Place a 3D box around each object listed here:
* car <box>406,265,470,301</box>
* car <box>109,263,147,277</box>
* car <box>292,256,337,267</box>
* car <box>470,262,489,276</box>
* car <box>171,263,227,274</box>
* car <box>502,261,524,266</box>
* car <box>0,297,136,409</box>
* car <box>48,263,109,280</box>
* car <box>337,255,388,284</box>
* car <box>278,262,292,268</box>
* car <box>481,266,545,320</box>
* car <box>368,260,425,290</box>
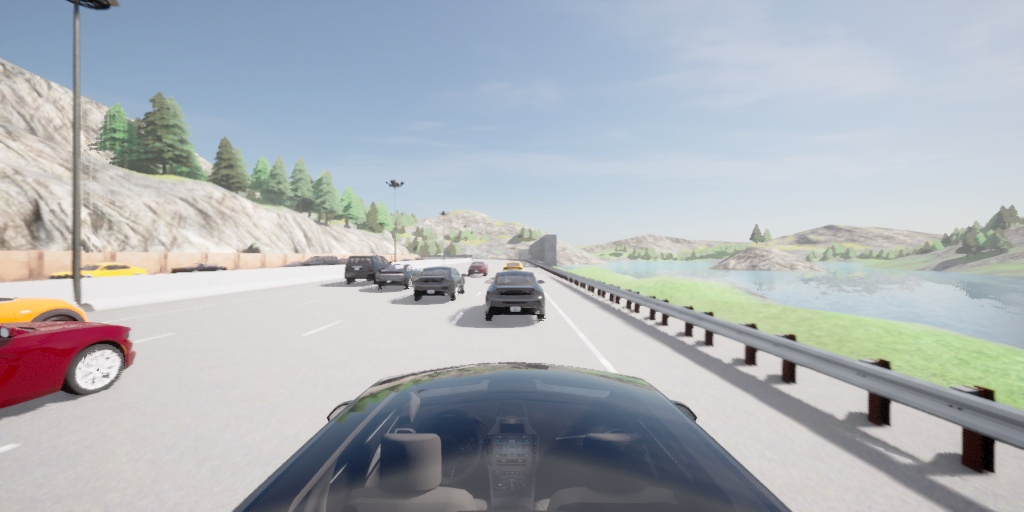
[{"bbox_3d":[-3.402,1.256,17.464,1.837,1.490,4.892,0,0,0],"label":"car"},{"bbox_3d":[-28.101,1.229,24.526,1.882,1.535,5.008,0,0,0],"label":"car"},{"bbox_3d":[-21.095,0.976,39.387,2.150,2.045,5.566,0,0,0],"label":"car"},{"bbox_3d":[-3.403,1.277,36.567,1.812,1.442,4.674,0,0,0],"label":"car"},{"bbox_3d":[-31.593,1.353,36.317,1.895,1.301,4.718,0,0,0],"label":"car"},{"bbox_3d":[0.098,1.229,32.387,1.882,1.535,5.008,0,0,0],"label":"car"},{"bbox_3d":[-6.901,1.228,3.580,1.882,1.535,5.008,0,0,0],"label":"car"},{"bbox_3d":[-10.402,1.102,5.989,2.097,1.767,4.553,0,0,0],"label":"car"},{"bbox_3d":[-10.402,0.973,26.701,2.150,2.045,5.566,0,0,0],"label":"car"},{"bbox_3d":[-24.595,1.299,41.321,2.033,1.411,5.357,0,0,0],"label":"car"},{"bbox_3d":[0.099,1.255,12.558,1.837,1.490,4.892,0,0,0],"label":"car"},{"bbox_3d":[-6.902,1.243,22.568,2.128,1.511,4.902,0,0,0],"label":"car"}]
